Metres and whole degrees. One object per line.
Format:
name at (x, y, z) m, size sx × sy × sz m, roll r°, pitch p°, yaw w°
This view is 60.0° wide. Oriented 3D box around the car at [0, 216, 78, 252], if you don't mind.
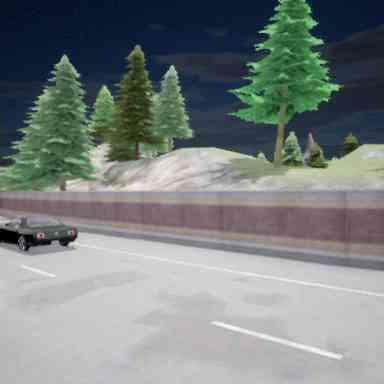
car at (-6.912, 1.670, 14.297) m, size 4.718 × 1.301 × 1.895 m, roll 0°, pitch 0°, yaw 42°
